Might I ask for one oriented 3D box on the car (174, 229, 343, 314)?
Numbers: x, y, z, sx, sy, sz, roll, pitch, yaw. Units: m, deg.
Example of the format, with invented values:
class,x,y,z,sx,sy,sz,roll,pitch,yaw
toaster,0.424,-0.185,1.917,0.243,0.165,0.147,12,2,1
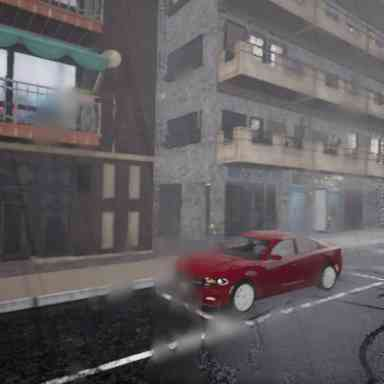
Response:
class,x,y,z,sx,sy,sz,roll,pitch,yaw
car,1.693,1.602,7.750,4.507,1.381,1.887,1,1,-35
